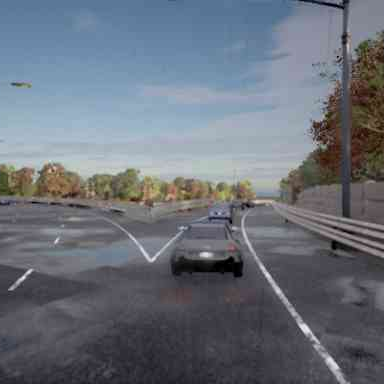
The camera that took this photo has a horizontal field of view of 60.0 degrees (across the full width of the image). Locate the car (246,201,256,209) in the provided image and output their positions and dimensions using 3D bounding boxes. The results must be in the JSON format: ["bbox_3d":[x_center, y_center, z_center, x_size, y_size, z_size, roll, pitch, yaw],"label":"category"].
[{"bbox_3d":[13.185,2.920,74.611,1.837,1.490,4.892,0,-4,15],"label":"car"}]

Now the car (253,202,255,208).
[{"bbox_3d":[11.055,2.489,66.179,2.033,1.411,5.357,0,-3,14],"label":"car"}]

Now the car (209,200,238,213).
[{"bbox_3d":[2.376,1.616,26.325,2.033,1.411,5.357,0,0,9],"label":"car"}]

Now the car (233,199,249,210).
[{"bbox_3d":[6.343,1.672,45.788,2.128,1.511,4.902,0,-1,13],"label":"car"}]

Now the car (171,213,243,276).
[{"bbox_3d":[0.503,1.592,10.534,1.994,1.385,4.181,0,0,4],"label":"car"}]

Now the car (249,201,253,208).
[{"bbox_3d":[8.908,1.976,57.002,1.882,1.535,5.008,0,-2,13],"label":"car"}]

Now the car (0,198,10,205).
[{"bbox_3d":[-33.937,1.672,59.007,1.994,1.385,4.181,0,0,-44],"label":"car"}]
